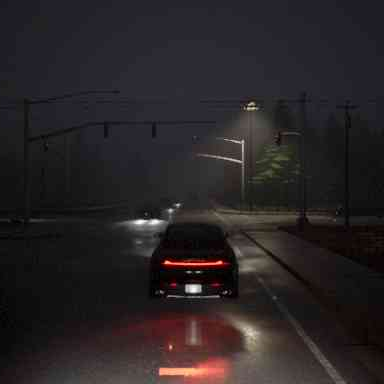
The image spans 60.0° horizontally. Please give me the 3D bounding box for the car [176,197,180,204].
[{"bbox_3d":[-3.425,1.589,65.386,1.895,1.301,4.718,0,0,1],"label":"car"}]

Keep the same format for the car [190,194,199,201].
[{"bbox_3d":[0.580,1.341,80.886,2.097,1.767,4.553,0,0,2],"label":"car"}]

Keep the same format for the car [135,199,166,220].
[{"bbox_3d":[-3.598,1.575,28.293,1.994,1.385,4.181,0,0,0],"label":"car"}]

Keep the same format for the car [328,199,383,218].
[{"bbox_3d":[14.590,1.374,29.596,4.553,1.767,2.097,0,0,1],"label":"car"}]

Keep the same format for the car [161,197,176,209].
[{"bbox_3d":[-3.589,1.496,45.480,1.837,1.490,4.892,0,0,0],"label":"car"}]

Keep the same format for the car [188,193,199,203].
[{"bbox_3d":[0.306,1.212,70.494,2.150,2.045,5.566,0,0,2],"label":"car"}]

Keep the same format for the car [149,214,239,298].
[{"bbox_3d":[0.049,1.500,8.461,1.837,1.490,4.892,0,0,1],"label":"car"}]
